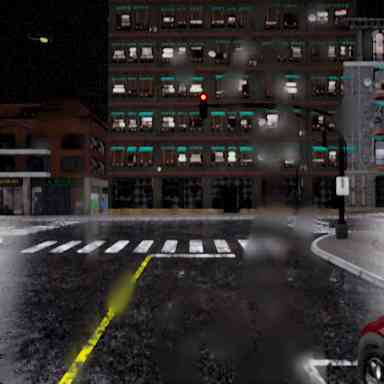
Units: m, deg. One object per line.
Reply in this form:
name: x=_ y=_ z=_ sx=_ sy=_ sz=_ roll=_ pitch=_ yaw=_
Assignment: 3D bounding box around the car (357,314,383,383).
car: x=2.754 y=1.440 z=2.006 sx=1.967 sy=1.590 sz=4.097 roll=1 pitch=0 yaw=0
